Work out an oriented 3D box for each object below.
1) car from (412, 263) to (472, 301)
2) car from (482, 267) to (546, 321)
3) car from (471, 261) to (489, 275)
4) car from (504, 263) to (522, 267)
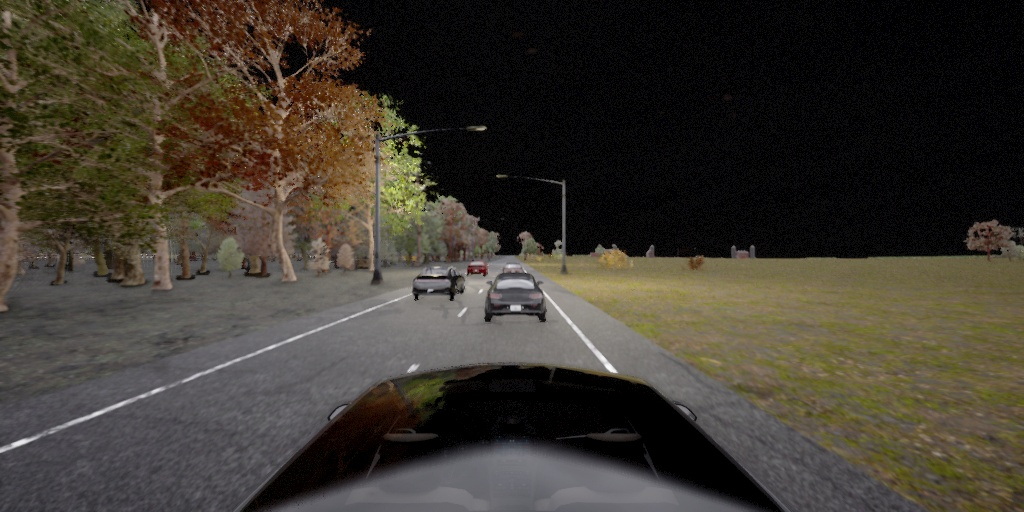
[{"bbox_3d":[-3.399,1.233,17.361,2.128,1.511,4.902,0,0,0],"label":"car"},{"bbox_3d":[0.102,1.270,12.224,1.812,1.442,4.674,0,0,0],"label":"car"},{"bbox_3d":[-3.400,1.210,36.361,1.882,1.535,5.008,0,0,0],"label":"car"},{"bbox_3d":[0.073,1.282,30.482,2.033,1.411,5.357,0,0,0],"label":"car"}]
